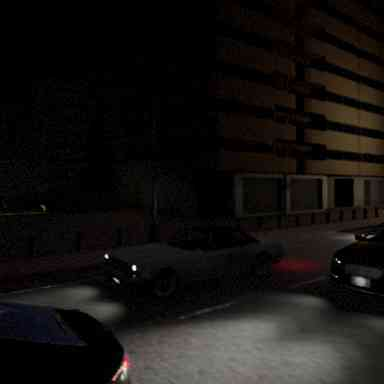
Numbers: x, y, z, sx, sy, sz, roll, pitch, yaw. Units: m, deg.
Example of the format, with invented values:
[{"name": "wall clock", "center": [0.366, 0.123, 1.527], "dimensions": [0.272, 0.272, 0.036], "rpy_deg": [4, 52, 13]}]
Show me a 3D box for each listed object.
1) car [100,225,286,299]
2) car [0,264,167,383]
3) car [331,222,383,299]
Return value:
[{"name": "car", "center": [0.173, 1.566, 8.442], "dimensions": [4.718, 1.301, 1.895], "rpy_deg": [-1, 0, -36]}, {"name": "car", "center": [-2.481, 1.581, 2.204], "dimensions": [4.181, 1.385, 1.994], "rpy_deg": [-1, 0, -36]}, {"name": "car", "center": [5.182, 1.412, 7.744], "dimensions": [4.902, 1.511, 2.128], "rpy_deg": [-1, 0, -36]}]
